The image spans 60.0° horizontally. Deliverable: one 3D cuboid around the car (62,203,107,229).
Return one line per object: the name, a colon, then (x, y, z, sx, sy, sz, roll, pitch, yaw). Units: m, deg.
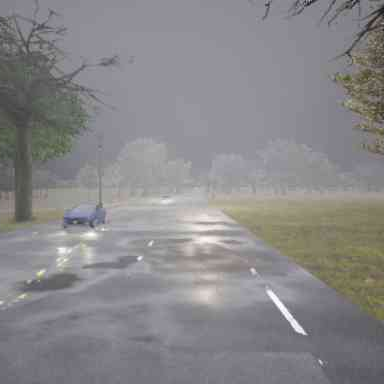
car: (-6.833, 1.454, 21.588, 1.882, 1.535, 5.008, 0, 0, -3)

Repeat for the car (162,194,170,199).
car: (-6.904, 1.263, 87.508, 1.895, 1.301, 4.718, 0, 1, 1)
